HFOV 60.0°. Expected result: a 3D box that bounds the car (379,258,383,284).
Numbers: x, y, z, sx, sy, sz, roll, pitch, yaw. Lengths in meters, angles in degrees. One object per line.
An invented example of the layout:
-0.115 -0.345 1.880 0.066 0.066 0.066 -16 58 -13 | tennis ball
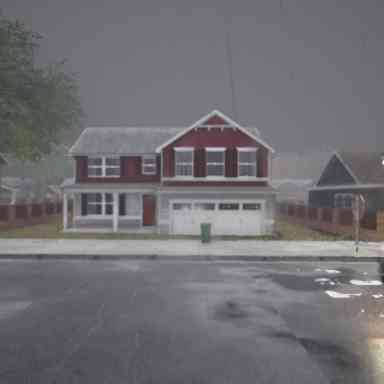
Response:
6.697 1.684 7.115 4.892 1.490 1.837 0 -1 0 | car
